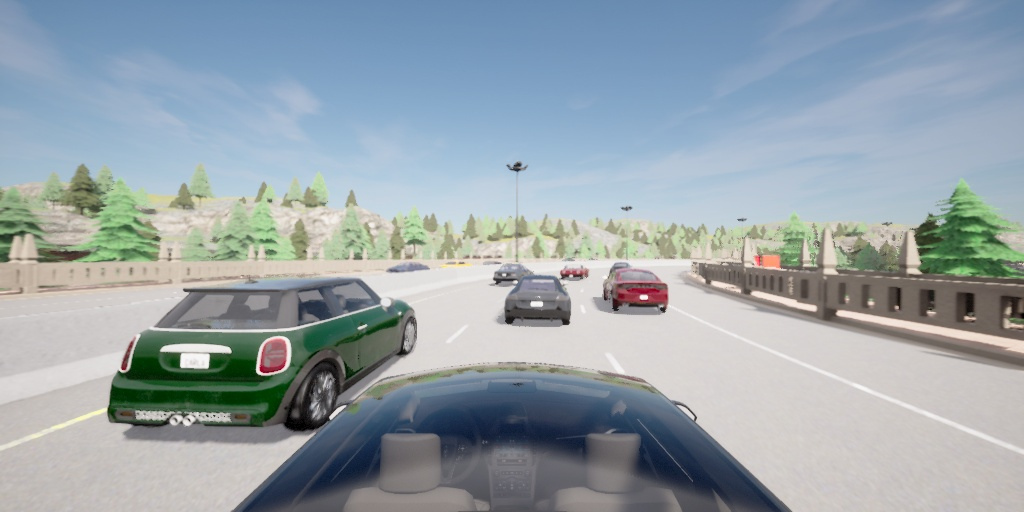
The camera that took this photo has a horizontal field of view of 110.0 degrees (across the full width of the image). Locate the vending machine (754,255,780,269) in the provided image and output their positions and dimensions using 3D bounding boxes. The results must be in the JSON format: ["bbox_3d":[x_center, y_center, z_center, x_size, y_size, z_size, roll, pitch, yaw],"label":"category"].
[{"bbox_3d":[13.551,0.961,19.073,1.100,2.100,0.880,0,0,14],"label":"vending machine"}]

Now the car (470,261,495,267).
[{"bbox_3d":[-2.442,1.272,39.774,1.812,1.442,4.674,0,0,23],"label":"car"}]

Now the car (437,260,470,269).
[{"bbox_3d":[-6.328,1.220,39.529,1.882,1.535,5.008,0,0,23],"label":"car"}]

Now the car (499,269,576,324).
[{"bbox_3d":[0.923,1.310,11.995,1.994,1.385,4.181,0,0,7],"label":"car"}]

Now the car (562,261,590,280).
[{"bbox_3d":[5.565,1.346,31.177,1.895,1.301,4.718,0,0,20],"label":"car"}]

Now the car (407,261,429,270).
[{"bbox_3d":[-10.848,1.282,37.748,2.033,1.411,5.357,0,0,20],"label":"car"}]

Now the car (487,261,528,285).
[{"bbox_3d":[0.187,1.286,26.035,2.033,1.411,5.357,0,0,16],"label":"car"}]

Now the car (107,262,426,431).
[{"bbox_3d":[-3.127,1.086,5.772,2.097,1.767,4.553,0,0,3],"label":"car"}]

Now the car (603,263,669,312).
[{"bbox_3d":[4.800,1.233,14.455,1.882,1.535,5.008,0,0,9],"label":"car"}]
